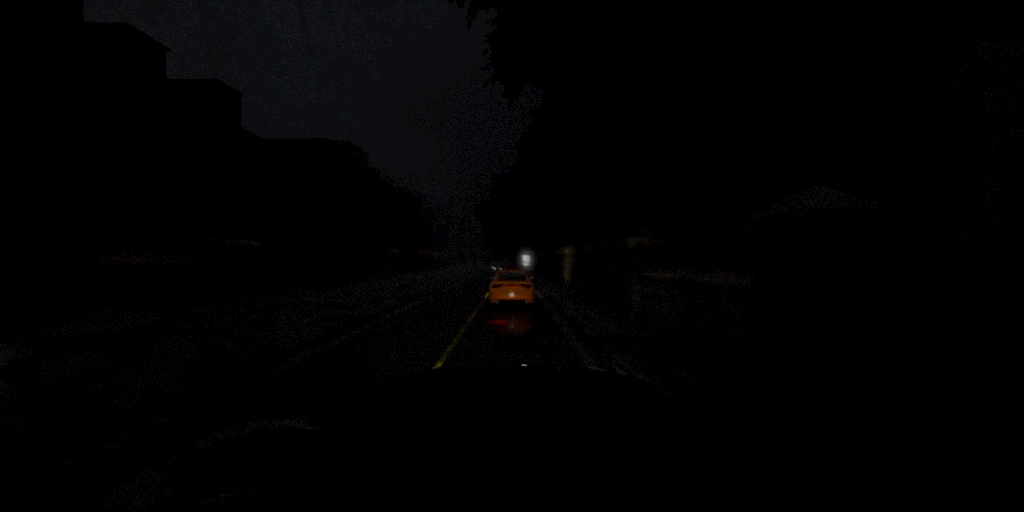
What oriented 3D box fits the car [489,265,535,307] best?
[{"bbox_3d":[-0.002,1.364,16.321,1.882,1.535,5.008,0,0,0],"label":"car"}]
